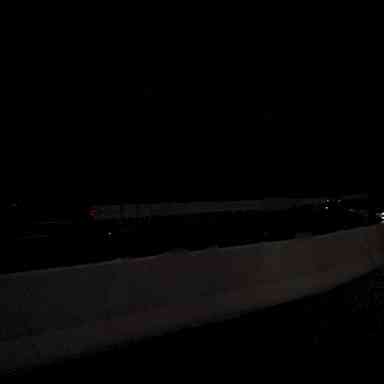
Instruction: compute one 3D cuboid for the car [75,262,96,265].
[{"bbox_3d":[-4.673,1.505,9.369,4.902,1.511,2.128,0,0,-37],"label":"car"}]
